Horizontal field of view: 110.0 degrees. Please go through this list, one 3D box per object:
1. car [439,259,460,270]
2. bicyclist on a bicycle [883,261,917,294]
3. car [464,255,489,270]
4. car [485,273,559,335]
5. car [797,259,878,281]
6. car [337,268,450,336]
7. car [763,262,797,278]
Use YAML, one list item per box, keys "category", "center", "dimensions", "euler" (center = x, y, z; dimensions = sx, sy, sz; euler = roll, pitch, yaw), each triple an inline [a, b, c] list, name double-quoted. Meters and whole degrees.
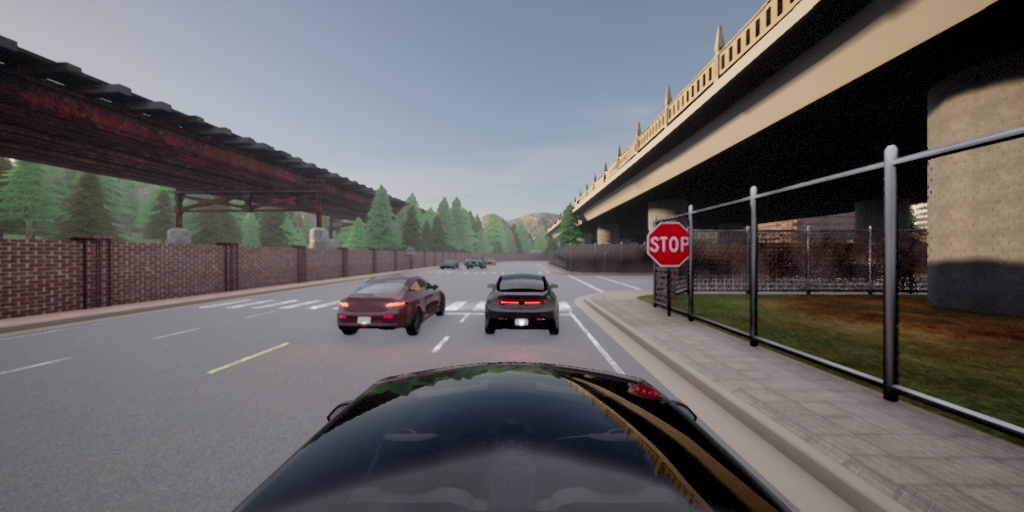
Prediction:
- category: "car"
  center: [-8.525, 1.178, 49.494]
  dimensions: [2.033, 1.411, 5.357]
  euler: [0, 0, 3]
- category: "bicyclist on a bicycle"
  center: [19.103, 1.005, 17.692]
  dimensions: [0.582, 1.620, 1.656]
  euler: [0, 0, 2]
- category: "car"
  center: [-4.984, 0.850, 50.324]
  dimensions: [2.150, 2.045, 5.566]
  euler: [0, 0, 3]
- category: "car"
  center: [0.302, 1.232, 10.455]
  dimensions: [1.837, 1.490, 4.892]
  euler: [0, 0, 2]
- category: "car"
  center: [25.927, 1.026, 28.437]
  dimensions: [4.553, 1.767, 2.097]
  euler: [0, 0, 2]
- category: "car"
  center: [-3.206, 1.255, 10.263]
  dimensions: [1.812, 1.442, 4.674]
  euler: [0, 0, 2]
- category: "car"
  center: [24.943, 1.230, 31.975]
  dimensions: [4.181, 1.385, 1.994]
  euler: [0, 0, 2]
